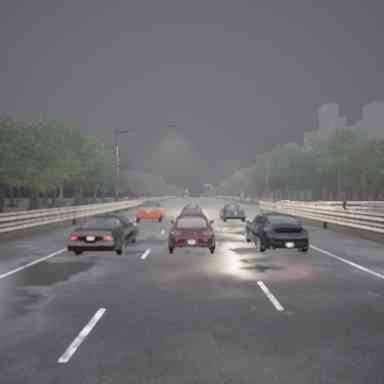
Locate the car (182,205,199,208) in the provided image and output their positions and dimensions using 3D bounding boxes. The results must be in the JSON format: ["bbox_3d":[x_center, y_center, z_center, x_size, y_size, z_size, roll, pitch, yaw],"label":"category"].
[{"bbox_3d":[-0.013,1.833,29.291,1.994,1.385,4.181,0,0,0],"label":"car"}]

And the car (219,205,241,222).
[{"bbox_3d":[3.483,1.814,28.995,2.033,1.411,5.357,0,0,0],"label":"car"}]

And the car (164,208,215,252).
[{"bbox_3d":[-0.004,1.661,14.387,1.812,1.442,4.674,0,0,0],"label":"car"}]

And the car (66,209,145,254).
[{"bbox_3d":[-3.508,1.679,13.994,2.033,1.411,5.357,0,-1,0],"label":"car"}]

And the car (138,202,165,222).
[{"bbox_3d":[-3.517,1.617,29.075,2.097,1.767,4.553,0,-1,0],"label":"car"}]

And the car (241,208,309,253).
[{"bbox_3d":[3.495,1.643,14.307,1.837,1.490,4.892,0,0,0],"label":"car"}]
